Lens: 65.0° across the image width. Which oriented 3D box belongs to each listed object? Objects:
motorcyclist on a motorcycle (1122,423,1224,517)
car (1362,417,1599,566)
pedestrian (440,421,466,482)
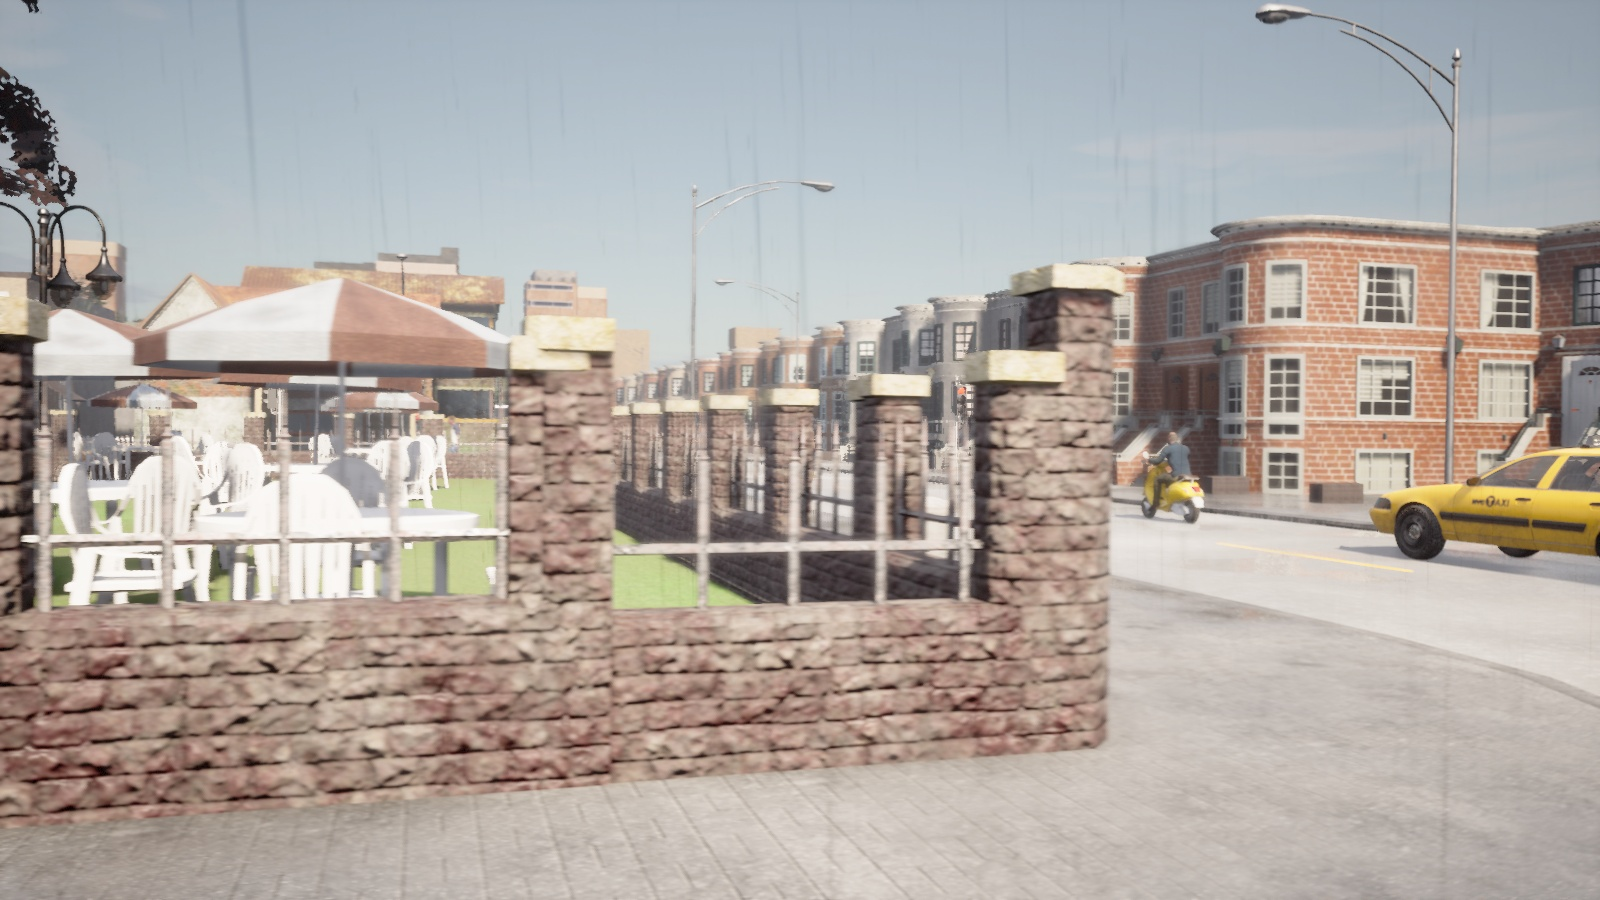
[{"bbox_3d":[6.609,0.332,22.336,0.866,1.590,1.817,-1,1,-17],"label":"motorcyclist on a motorcycle"},{"bbox_3d":[9.080,0.413,14.328,1.801,1.575,5.366,-1,1,-17],"label":"car"},{"bbox_3d":[-10.436,0.041,37.756,0.706,1.836,0.354,-1,1,-15],"label":"pedestrian"}]
